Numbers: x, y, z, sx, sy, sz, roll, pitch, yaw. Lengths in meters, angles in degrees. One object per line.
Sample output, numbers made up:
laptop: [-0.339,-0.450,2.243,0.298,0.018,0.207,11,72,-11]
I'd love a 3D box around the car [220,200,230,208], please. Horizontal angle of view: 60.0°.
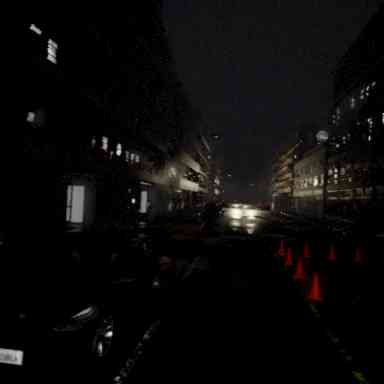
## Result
car: [7.220,2.644,72.975,1.967,1.590,4.097,3,-1,8]

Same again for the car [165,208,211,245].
car: [-0.293,1.702,16.950,1.752,1.417,4.829,3,-1,8]

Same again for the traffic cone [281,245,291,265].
traffic cone: [3.439,2.276,11.788,0.340,0.580,0.340,3,-1,8]

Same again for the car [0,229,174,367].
car: [-1.770,1.539,5.947,1.947,1.339,4.313,3,-1,8]

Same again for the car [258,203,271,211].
car: [14.783,3.065,66.434,1.752,1.417,4.829,3,-1,8]

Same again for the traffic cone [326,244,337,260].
traffic cone: [5.685,2.417,13.503,0.340,0.580,0.340,3,-1,8]

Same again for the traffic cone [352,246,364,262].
traffic cone: [6.675,2.469,13.369,0.340,0.580,0.340,3,-1,8]

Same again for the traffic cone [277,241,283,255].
traffic cone: [3.706,2.313,13.770,0.340,0.580,0.340,3,-1,8]

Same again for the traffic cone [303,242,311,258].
traffic cone: [4.695,2.365,13.637,0.340,0.580,0.340,3,-1,8]

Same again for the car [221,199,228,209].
car: [2.736,1.907,39.464,2.192,1.841,5.009,3,-1,8]

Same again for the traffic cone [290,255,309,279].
traffic cone: [3.175,2.240,9.807,0.340,0.580,0.340,3,-1,8]

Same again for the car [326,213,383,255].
car: [8.036,1.931,15.998,2.192,1.841,5.009,3,-1,8]

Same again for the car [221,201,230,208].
car: [7.964,2.850,78.560,1.887,1.381,4.507,3,-1,8]

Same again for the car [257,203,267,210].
car: [16.257,3.285,77.436,1.887,1.381,4.507,3,-1,8]

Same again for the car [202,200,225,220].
car: [1.980,1.929,33.877,1.967,1.590,4.097,3,-1,8]

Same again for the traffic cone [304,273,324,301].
traffic cone: [2.909,2.203,7.825,0.340,0.580,0.340,3,-1,8]
